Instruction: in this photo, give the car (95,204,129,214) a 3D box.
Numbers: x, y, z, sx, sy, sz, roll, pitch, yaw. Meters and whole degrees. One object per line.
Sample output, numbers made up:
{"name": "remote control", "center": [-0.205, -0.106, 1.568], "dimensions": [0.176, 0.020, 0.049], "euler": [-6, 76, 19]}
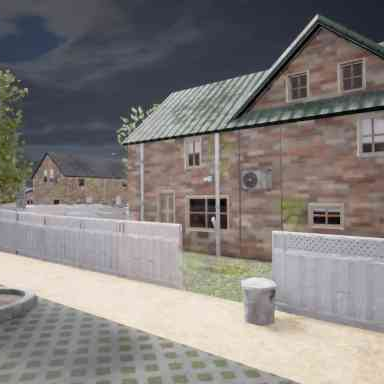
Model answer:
{"name": "car", "center": [-7.551, 1.900, 30.745], "dimensions": [2.097, 1.767, 4.553], "euler": [-1, -2, 35]}
